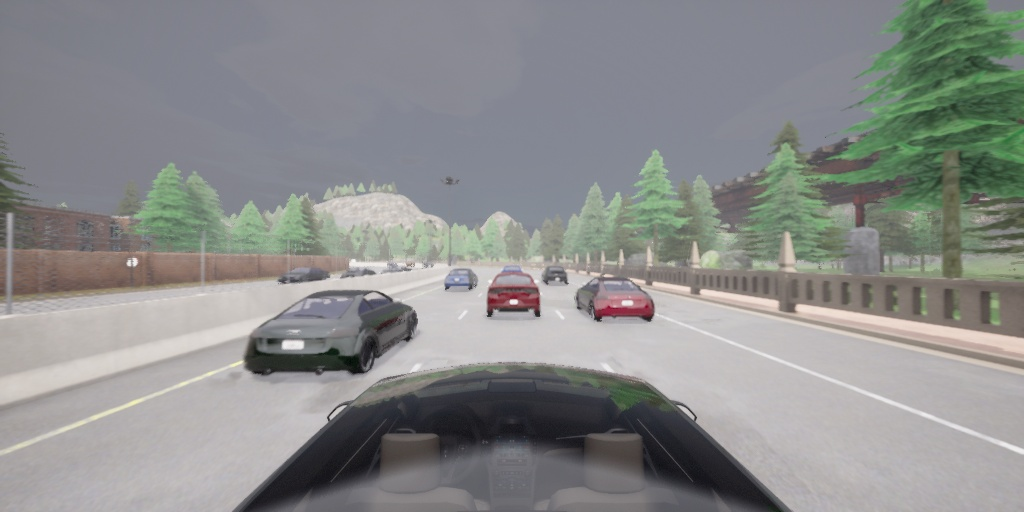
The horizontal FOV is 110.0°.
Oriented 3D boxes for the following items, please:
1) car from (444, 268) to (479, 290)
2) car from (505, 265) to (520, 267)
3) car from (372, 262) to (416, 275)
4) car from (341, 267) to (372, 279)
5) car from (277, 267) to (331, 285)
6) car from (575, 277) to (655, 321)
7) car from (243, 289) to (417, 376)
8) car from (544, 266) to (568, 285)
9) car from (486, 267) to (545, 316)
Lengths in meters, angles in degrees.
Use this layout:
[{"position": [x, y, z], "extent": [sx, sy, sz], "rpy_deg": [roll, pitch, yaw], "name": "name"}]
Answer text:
[{"position": [-3.471, 1.562, 25.092], "extent": [2.033, 1.411, 5.357], "rpy_deg": [0, -1, 0], "name": "car"}, {"position": [0.023, 1.562, 31.723], "extent": [1.882, 1.535, 5.008], "rpy_deg": [0, -1, 0], "name": "car"}, {"position": [-10.701, 1.605, 33.168], "extent": [2.128, 1.511, 4.902], "rpy_deg": [0, -1, 0], "name": "car"}, {"position": [-14.209, 1.686, 33.475], "extent": [1.994, 1.385, 4.181], "rpy_deg": [0, -1, -1], "name": "car"}, {"position": [-17.670, 1.644, 30.862], "extent": [2.033, 1.411, 5.357], "rpy_deg": [0, -1, 0], "name": "car"}, {"position": [3.565, 1.437, 13.074], "extent": [1.994, 1.385, 4.181], "rpy_deg": [0, -1, 0], "name": "car"}, {"position": [-3.441, 1.385, 7.648], "extent": [1.994, 1.385, 4.181], "rpy_deg": [0, -1, 0], "name": "car"}, {"position": [3.525, 1.568, 30.215], "extent": [1.837, 1.490, 4.892], "rpy_deg": [0, -1, 0], "name": "car"}, {"position": [0.059, 1.365, 14.103], "extent": [1.882, 1.535, 5.008], "rpy_deg": [0, -1, 0], "name": "car"}]
